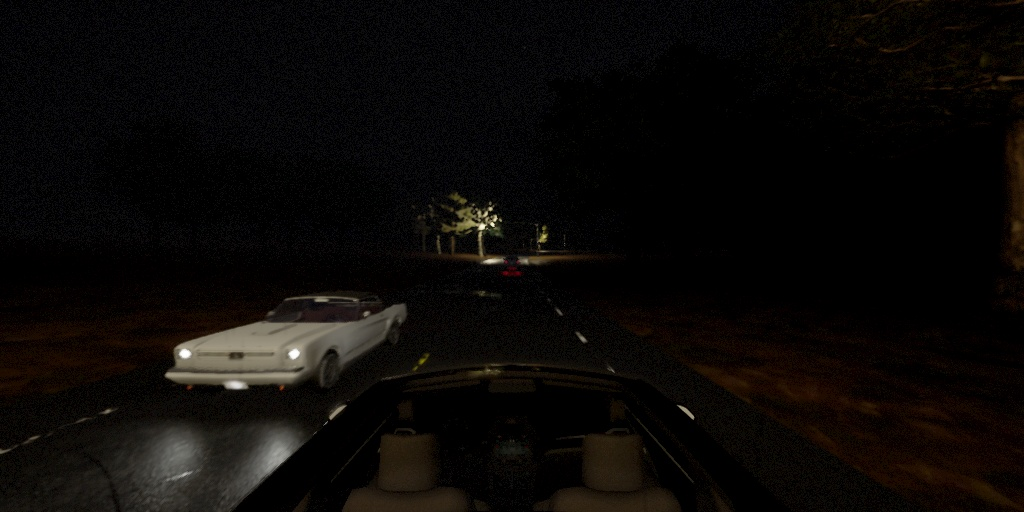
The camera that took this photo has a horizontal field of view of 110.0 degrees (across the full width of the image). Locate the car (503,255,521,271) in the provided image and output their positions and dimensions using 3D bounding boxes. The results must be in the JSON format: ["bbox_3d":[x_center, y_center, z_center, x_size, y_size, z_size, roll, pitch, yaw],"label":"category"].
[{"bbox_3d":[-0.012,0.879,48.164,2.150,2.045,5.566,0,1,0],"label":"car"}]

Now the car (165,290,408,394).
[{"bbox_3d":[-3.579,1.387,6.863,1.895,1.301,4.718,0,0,0],"label":"car"}]
